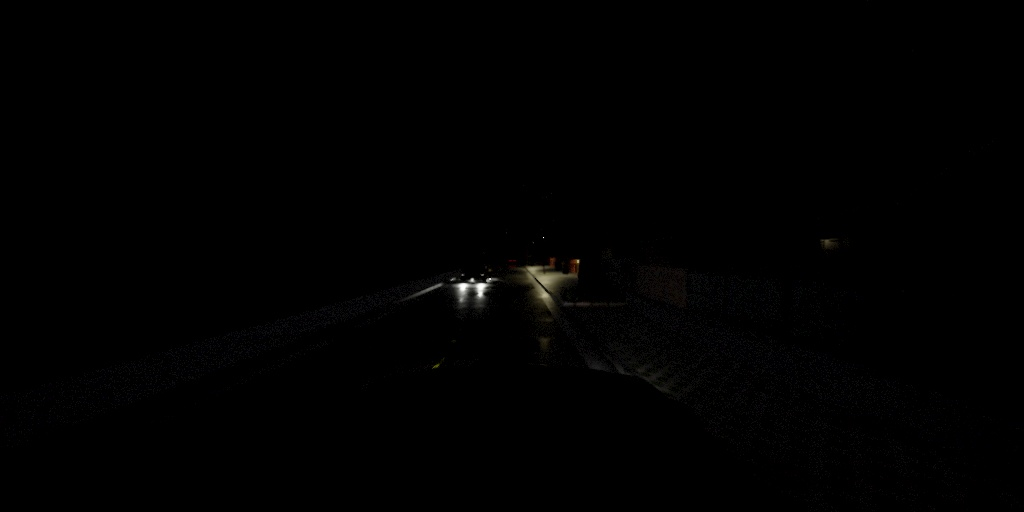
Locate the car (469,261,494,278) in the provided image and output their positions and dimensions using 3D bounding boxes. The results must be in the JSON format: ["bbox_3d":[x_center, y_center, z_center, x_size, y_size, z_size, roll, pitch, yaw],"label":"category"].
[{"bbox_3d":[-2.711,1.205,32.825,1.994,1.385,4.181,0,0,0],"label":"car"}]

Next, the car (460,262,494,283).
[{"bbox_3d":[-2.724,1.202,27.453,2.033,1.411,5.357,0,0,0],"label":"car"}]
